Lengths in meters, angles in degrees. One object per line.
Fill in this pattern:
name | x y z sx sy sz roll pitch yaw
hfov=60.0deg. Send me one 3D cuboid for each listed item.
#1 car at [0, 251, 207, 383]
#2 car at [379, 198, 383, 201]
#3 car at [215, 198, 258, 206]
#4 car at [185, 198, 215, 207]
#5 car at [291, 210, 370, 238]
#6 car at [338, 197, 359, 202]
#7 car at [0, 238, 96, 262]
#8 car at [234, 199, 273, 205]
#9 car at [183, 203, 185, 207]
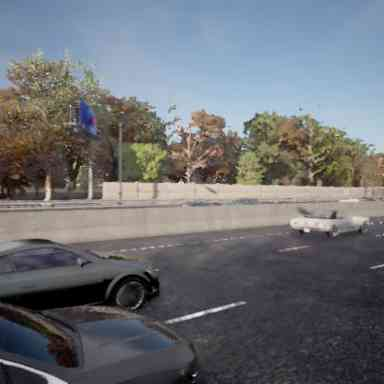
car | -2.119 1.505 2.237 4.892 1.490 1.837 0 0 -35
car | 34.975 1.587 58.917 4.892 1.490 1.837 0 0 -35
car | 5.029 1.364 33.366 4.553 1.767 2.097 0 0 -35
car | 1.954 1.611 35.476 4.718 1.301 1.895 0 0 -35
car | 7.476 1.605 17.677 4.718 1.301 1.895 0 0 -36
car | 27.063 1.604 57.575 4.674 1.442 1.812 -1 0 -35
car | -2.692 1.564 6.122 4.181 1.385 1.994 0 0 -36
car | 6.219 1.574 29.919 4.181 1.385 1.994 0 0 -35
car | 1.121 1.503 39.175 4.902 1.511 2.128 0 0 -35
